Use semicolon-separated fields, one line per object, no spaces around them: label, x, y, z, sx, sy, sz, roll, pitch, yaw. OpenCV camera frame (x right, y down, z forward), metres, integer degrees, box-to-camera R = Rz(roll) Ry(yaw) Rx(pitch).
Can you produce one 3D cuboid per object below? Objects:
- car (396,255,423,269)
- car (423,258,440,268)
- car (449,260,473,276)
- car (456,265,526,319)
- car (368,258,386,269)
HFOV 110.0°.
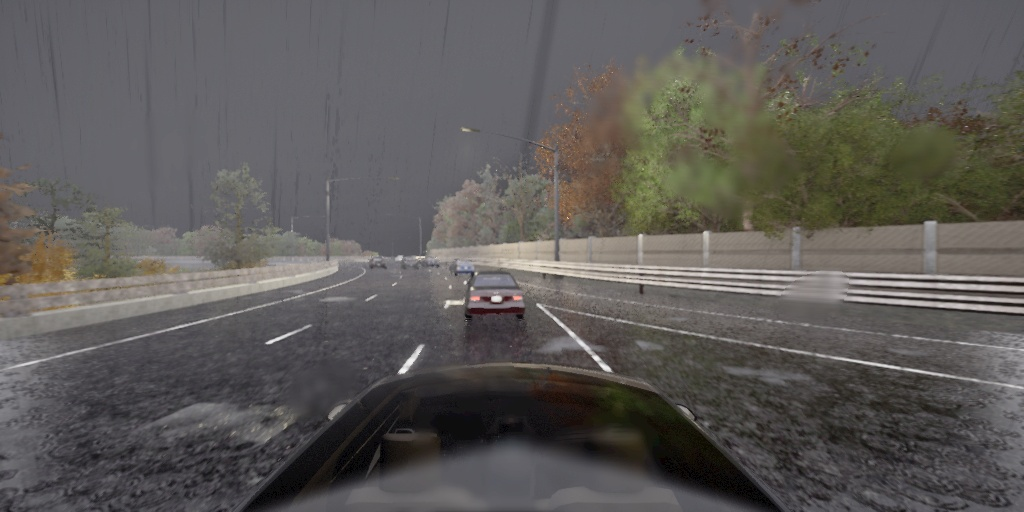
car;-13.136;0.908;45.623;2.128;1.511;4.902;0;0;-23
car;-11.602;0.920;50.428;2.033;1.411;5.357;0;0;-26
car;-4.614;1.050;32.748;2.033;1.411;5.357;0;0;-17
car;-0.692;1.210;12.380;2.033;1.411;5.357;0;0;-6
car;-17.928;0.938;47.653;1.812;1.442;4.674;0;1;-25
